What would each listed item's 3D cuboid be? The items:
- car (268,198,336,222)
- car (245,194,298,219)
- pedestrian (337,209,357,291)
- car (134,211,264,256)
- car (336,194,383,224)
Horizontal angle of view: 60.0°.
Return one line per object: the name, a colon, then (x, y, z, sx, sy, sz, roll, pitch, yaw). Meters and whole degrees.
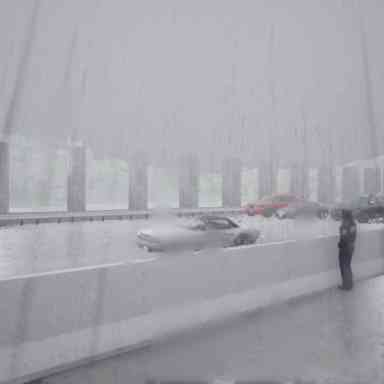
car: (8.784, 1.491, 26.415, 4.902, 1.511, 2.128, 0, 0, -32)
car: (7.332, 1.220, 29.678, 5.566, 2.045, 2.150, 0, 0, -32)
pedestrian: (3.534, 1.294, 7.614, 0.375, 1.860, 0.375, 0, 0, -33)
car: (0.270, 1.601, 12.602, 4.718, 1.301, 1.895, 0, 0, -34)
car: (12.884, 1.219, 24.887, 5.566, 2.045, 2.150, 0, 0, -32)
